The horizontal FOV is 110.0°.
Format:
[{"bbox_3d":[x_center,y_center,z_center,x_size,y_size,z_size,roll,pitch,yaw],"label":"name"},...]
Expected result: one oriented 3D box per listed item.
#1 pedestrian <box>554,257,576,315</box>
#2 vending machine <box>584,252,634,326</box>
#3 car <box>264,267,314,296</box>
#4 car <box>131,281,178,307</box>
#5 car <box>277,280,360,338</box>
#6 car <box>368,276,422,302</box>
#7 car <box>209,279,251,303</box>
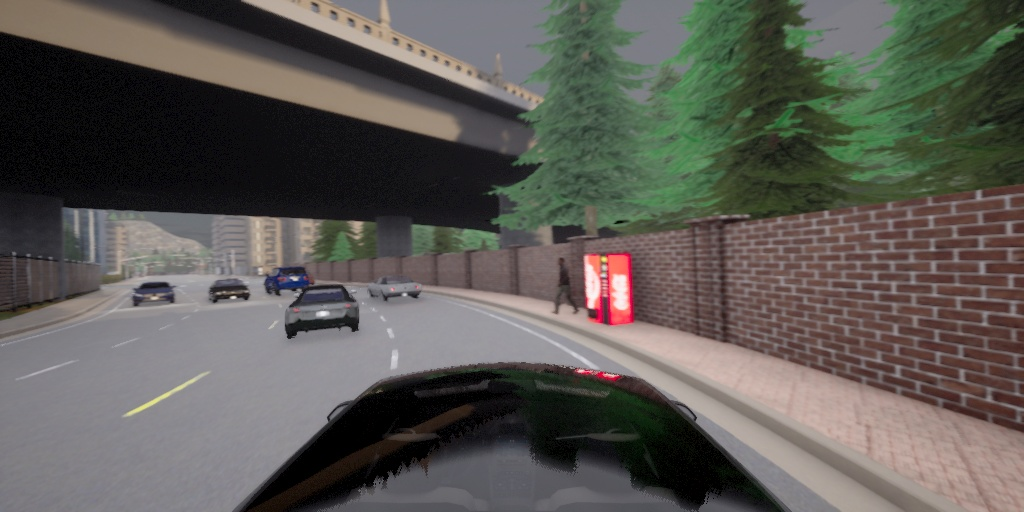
[{"bbox_3d":[1.606,0.897,11.116,0.375,1.860,0.375,-2,0,-21],"label":"pedestrian"},{"bbox_3d":[2.707,0.898,9.900,1.100,2.100,0.880,0,0,-19],"label":"vending machine"},{"bbox_3d":[-17.309,1.868,27.527,2.150,2.045,5.566,-2,-1,-44],"label":"car"},{"bbox_3d":[-23.216,2.380,23.338,1.812,1.442,4.674,-2,-1,-44],"label":"car"},{"bbox_3d":[-6.157,1.640,11.882,1.994,1.385,4.181,-2,-1,-25],"label":"car"},{"bbox_3d":[-6.793,1.774,20.390,1.895,1.301,4.718,-2,-1,-34],"label":"car"},{"bbox_3d":[-18.760,2.225,23.724,2.033,1.411,5.357,-2,-1,-43],"label":"car"}]
